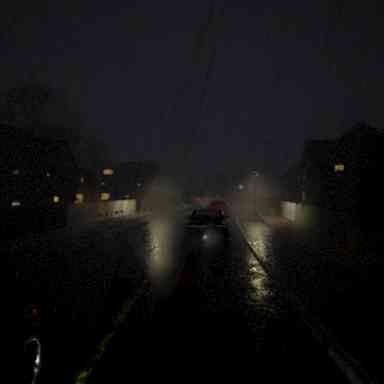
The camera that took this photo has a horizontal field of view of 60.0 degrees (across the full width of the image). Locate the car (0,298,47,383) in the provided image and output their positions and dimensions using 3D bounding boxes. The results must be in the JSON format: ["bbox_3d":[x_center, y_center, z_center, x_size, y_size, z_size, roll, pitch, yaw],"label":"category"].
[{"bbox_3d":[-2.754,1.568,2.304,1.994,1.385,4.181,0,0,1],"label":"car"}]

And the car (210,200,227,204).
[{"bbox_3d":[2.686,1.572,33.410,1.882,1.535,5.008,0,0,8],"label":"car"}]

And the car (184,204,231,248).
[{"bbox_3d":[0.714,1.525,14.992,2.128,1.511,4.902,0,0,4],"label":"car"}]
